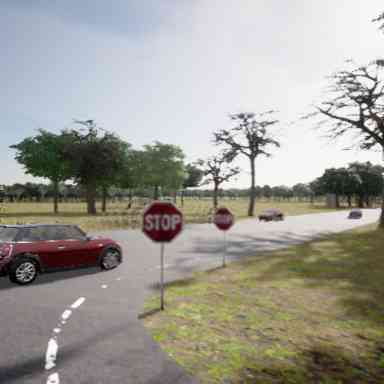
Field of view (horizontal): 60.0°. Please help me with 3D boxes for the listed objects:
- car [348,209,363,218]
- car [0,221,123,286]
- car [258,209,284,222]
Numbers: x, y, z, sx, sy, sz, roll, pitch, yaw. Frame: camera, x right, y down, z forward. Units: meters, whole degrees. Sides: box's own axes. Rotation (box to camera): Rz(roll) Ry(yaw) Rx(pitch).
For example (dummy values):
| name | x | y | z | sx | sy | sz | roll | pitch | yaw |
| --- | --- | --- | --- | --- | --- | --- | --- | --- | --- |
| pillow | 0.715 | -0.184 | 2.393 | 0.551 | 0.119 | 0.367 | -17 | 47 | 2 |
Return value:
| name | x | y | z | sx | sy | sz | roll | pitch | yaw |
| --- | --- | --- | --- | --- | --- | --- | --- | --- | --- |
| car | 27.745 | 3.611 | 56.415 | 1.812 | 1.442 | 4.674 | 1 | -1 | 30 |
| car | -4.524 | 1.818 | 11.280 | 2.097 | 1.767 | 4.553 | -1 | -3 | 36 |
| car | 10.304 | 2.981 | 43.117 | 1.882 | 1.535 | 5.008 | 0 | -1 | 36 |
